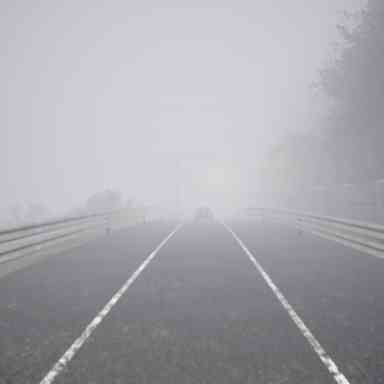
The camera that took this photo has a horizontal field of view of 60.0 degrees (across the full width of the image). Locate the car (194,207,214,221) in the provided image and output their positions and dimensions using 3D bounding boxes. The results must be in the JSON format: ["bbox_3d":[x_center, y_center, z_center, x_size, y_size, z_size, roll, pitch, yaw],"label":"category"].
[{"bbox_3d":[1.215,2.213,34.035,2.033,1.411,5.357,0,-3,3],"label":"car"}]

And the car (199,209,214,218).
[{"bbox_3d":[2.065,3.071,47.209,1.895,1.301,4.718,0,-4,5],"label":"car"}]
